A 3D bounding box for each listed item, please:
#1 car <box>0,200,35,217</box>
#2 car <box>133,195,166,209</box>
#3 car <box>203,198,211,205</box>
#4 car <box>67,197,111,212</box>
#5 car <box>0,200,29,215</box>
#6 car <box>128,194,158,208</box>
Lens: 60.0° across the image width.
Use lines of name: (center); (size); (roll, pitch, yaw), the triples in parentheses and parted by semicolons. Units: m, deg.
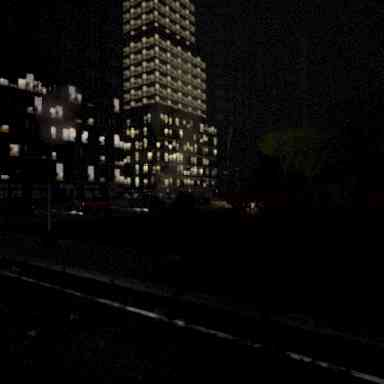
car: (-17.499, 1.611, 32.105); (1.994, 1.385, 4.181); (-1, -1, 37)
car: (-5.713, 1.596, 47.724); (1.812, 1.442, 4.674); (-1, -1, 37)
car: (1.279, 1.559, 56.907); (1.882, 1.535, 5.008); (-1, -1, 37)
car: (-11.895, 1.411, 39.542); (2.097, 1.767, 4.553); (-1, -1, 37)
car: (-19.853, 1.586, 34.383); (2.128, 1.511, 4.902); (-1, -1, 37)
car: (-7.215, 1.341, 51.132); (2.150, 2.045, 5.566); (-1, -1, 37)
